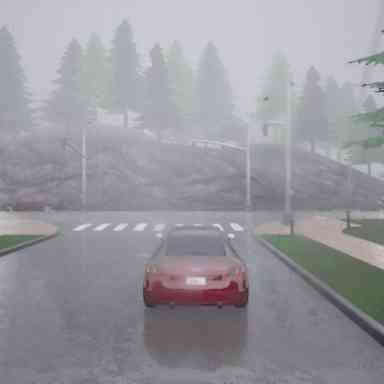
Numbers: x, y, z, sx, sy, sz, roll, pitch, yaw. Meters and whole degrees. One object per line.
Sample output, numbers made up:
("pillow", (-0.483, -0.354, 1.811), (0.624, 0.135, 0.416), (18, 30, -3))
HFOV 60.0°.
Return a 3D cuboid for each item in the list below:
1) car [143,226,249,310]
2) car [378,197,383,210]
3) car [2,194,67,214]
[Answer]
("car", (0.084, 1.462, 7.680), (1.994, 1.385, 4.181), (0, 1, 0))
("car", (18.337, 0.702, 27.199), (5.566, 2.045, 2.150), (0, 1, 1))
("car", (-12.942, 0.957, 27.408), (5.008, 1.535, 1.882), (0, 1, 0))
